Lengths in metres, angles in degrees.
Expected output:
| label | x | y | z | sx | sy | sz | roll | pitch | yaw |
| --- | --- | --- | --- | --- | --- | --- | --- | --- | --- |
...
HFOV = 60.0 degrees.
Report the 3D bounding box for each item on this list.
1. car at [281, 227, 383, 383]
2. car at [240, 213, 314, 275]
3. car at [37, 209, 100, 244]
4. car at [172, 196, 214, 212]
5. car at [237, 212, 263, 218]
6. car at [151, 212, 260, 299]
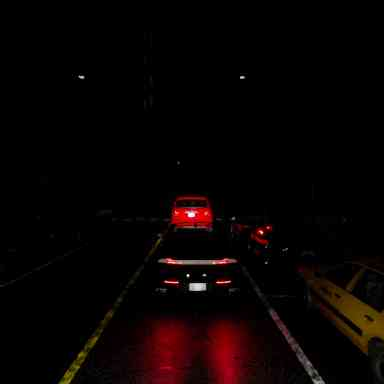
| label | x | y | z | sx | sy | sz | roll | pitch | yaw |
| --- | --- | --- | --- | --- | --- | --- | --- | --- | --- |
| car | 2.864 | 1.524 | 4.812 | 1.752 | 1.417 | 4.829 | -1 | 0 | 0 |
| car | 2.863 | 1.562 | 10.228 | 1.947 | 1.339 | 4.313 | -1 | 0 | 0 |
| car | -5.685 | 1.539 | 15.808 | 1.887 | 1.381 | 4.507 | -1 | 0 | 0 |
| car | 0.061 | 1.214 | 18.749 | 2.150 | 2.045 | 5.566 | 0 | 0 | 2 |
| car | 2.861 | 1.576 | 15.814 | 1.802 | 1.307 | 4.206 | -1 | 0 | 0 |
| car | 0.096 | 1.489 | 8.400 | 2.128 | 1.511 | 4.902 | 0 | 0 | 0 |
